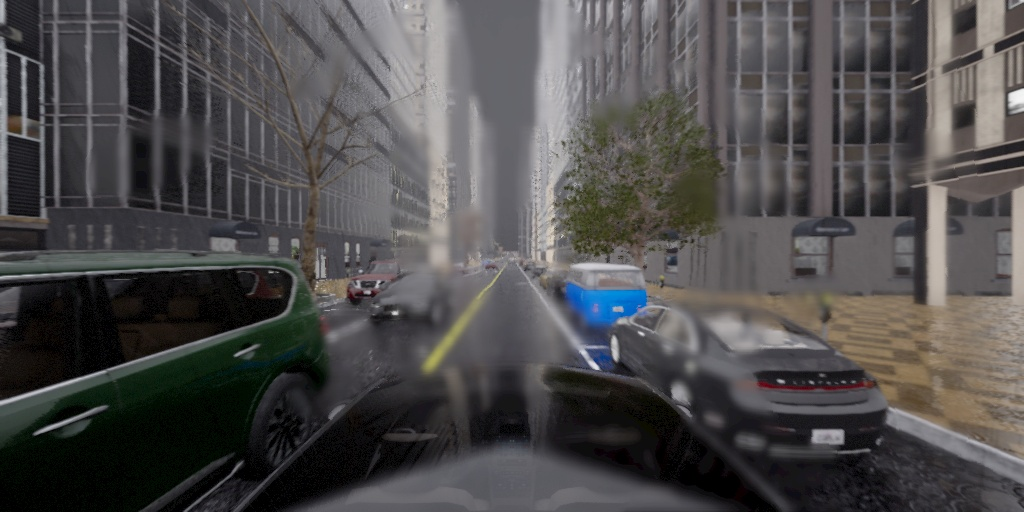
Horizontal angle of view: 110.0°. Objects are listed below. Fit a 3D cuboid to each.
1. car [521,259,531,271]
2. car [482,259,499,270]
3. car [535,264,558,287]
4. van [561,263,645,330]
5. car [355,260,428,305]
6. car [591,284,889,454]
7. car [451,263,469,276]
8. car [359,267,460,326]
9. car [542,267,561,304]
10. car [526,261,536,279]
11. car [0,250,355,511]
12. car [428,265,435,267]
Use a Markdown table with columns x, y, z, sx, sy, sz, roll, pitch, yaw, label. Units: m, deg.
| x | y | z | sx | sy | sz | roll | pitch | yaw | label |
| --- | --- | --- | --- | --- | --- | --- | --- | --- | --- |
| 2.667 | 1.453 | 50.814 | 1.948 | 1.339 | 4.313 | 0 | 0 | 0 | car |
| -3.083 | 1.503 | 55.520 | 1.895 | 1.301 | 4.718 | 0 | 0 | 0 | car |
| 2.681 | 1.334 | 22.494 | 1.751 | 1.417 | 4.829 | 0 | 0 | 0 | car |
| 2.687 | 1.117 | 10.928 | 1.690 | 1.789 | 3.998 | 0 | 0 | 0 | van |
| -5.697 | 1.113 | 16.628 | 2.192 | 1.841 | 5.009 | 0 | 0 | 0 | car |
| 2.689 | 1.310 | 5.230 | 2.007 | 1.370 | 4.403 | 0 | 0 | 0 | car |
| -5.708 | 1.444 | 39.419 | 1.802 | 1.307 | 4.207 | 0 | 0 | 0 | car |
| -3.095 | 1.288 | 11.985 | 1.837 | 1.490 | 4.892 | 0 | 0 | 0 | car |
| 2.684 | 1.359 | 16.626 | 1.948 | 1.339 | 4.313 | 0 | 0 | 0 | car |
| 2.676 | 1.391 | 33.719 | 2.007 | 1.370 | 4.403 | 0 | 0 | 0 | car |
| -3.102 | 0.974 | 1.791 | 2.150 | 2.045 | 5.566 | 0 | 0 | 0 | car |
| -5.700 | 1.254 | 22.326 | 1.967 | 1.591 | 4.097 | 0 | 0 | 0 | car |
